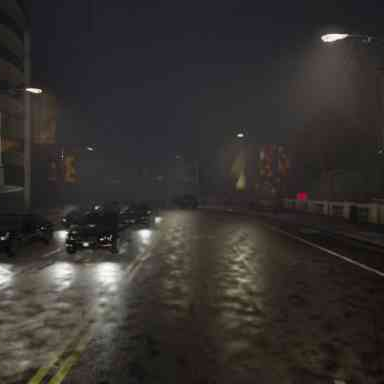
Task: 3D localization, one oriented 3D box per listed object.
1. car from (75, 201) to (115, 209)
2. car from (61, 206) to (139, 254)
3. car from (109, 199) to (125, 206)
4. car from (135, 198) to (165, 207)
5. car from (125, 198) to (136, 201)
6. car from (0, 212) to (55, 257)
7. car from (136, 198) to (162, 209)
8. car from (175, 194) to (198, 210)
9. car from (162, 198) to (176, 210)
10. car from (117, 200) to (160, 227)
[{"bbox_3d":[-7.105,1.605,22.800,2.033,1.411,5.357,0,0,0],"label":"car"},{"bbox_3d":[-3.606,1.540,13.726,1.837,1.490,4.892,0,0,0],"label":"car"},{"bbox_3d":[-7.809,1.588,32.830,1.837,1.490,4.892,0,0,-10],"label":"car"},{"bbox_3d":[-6.898,1.684,54.275,2.033,1.411,5.357,0,0,-43],"label":"car"},{"bbox_3d":[-9.625,1.636,52.080,1.837,1.490,4.892,0,0,-43],"label":"car"},{"bbox_3d":[-7.104,1.560,13.296,1.812,1.442,4.674,0,0,0],"label":"car"},{"bbox_3d":[-4.393,1.562,33.538,1.882,1.535,5.008,0,0,-10],"label":"car"},{"bbox_3d":[-1.195,1.335,45.476,2.150,2.045,5.566,0,0,-29],"label":"car"},{"bbox_3d":[-4.229,1.674,43.744,1.994,1.385,4.181,0,0,-29],"label":"car"},{"bbox_3d":[-3.611,1.563,23.141,1.837,1.490,4.892,0,0,0],"label":"car"}]
